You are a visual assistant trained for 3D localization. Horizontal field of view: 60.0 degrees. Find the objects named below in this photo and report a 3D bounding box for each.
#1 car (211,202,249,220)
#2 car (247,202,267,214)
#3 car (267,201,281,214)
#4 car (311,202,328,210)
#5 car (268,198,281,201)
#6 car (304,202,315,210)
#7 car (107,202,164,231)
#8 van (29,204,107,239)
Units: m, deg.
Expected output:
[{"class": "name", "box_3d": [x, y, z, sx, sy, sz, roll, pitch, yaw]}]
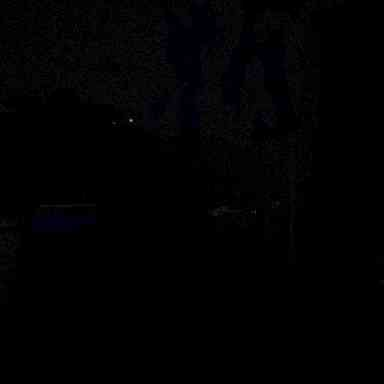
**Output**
[{"class": "car", "box_3d": [3.663, 2.043, 34.144, 1.812, 1.442, 4.674, 2, 0, 36]}, {"class": "car", "box_3d": [7.889, 2.108, 44.719, 1.837, 1.490, 4.892, 2, 0, 36]}, {"class": "car", "box_3d": [11.651, 2.255, 45.548, 1.887, 1.381, 4.507, 1, 0, 36]}, {"class": "car", "box_3d": [24.213, 2.583, 63.149, 2.008, 1.369, 4.403, 1, -1, 36]}, {"class": "car", "box_3d": [13.833, 1.973, 53.110, 2.150, 2.045, 5.566, 2, 0, 36]}, {"class": "car", "box_3d": [21.072, 2.515, 58.749, 1.947, 1.339, 4.313, 1, 0, 36]}, {"class": "car", "box_3d": [-4.048, 1.650, 23.549, 2.192, 1.841, 5.009, 1, 0, 36]}, {"class": "van", "box_3d": [-7.189, 1.604, 19.149, 1.690, 1.788, 3.998, 1, 0, 36]}]
